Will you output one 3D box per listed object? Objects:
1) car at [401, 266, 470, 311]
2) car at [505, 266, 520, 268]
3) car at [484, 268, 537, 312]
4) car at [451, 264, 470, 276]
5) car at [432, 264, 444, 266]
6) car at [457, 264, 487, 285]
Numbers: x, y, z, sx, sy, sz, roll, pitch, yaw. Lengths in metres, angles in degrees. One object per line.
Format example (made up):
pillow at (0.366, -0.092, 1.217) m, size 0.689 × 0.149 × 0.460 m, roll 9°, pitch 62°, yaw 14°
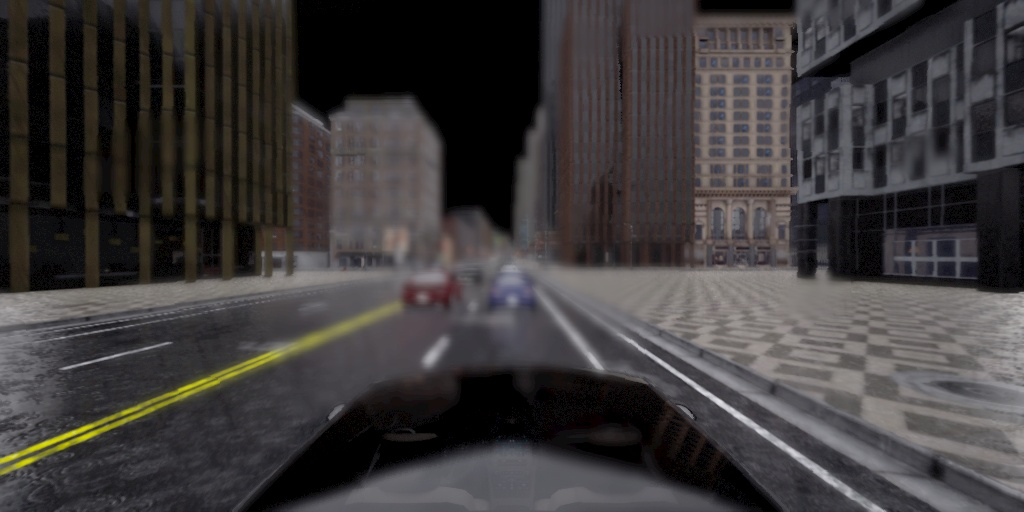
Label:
car at (-3.201, 1.370, 15.399) m, size 1.882 × 1.535 × 5.008 m, roll 0°, pitch 0°, yaw 0°
car at (0.036, 1.585, 29.934) m, size 1.812 × 1.442 × 4.674 m, roll 0°, pitch 0°, yaw 0°
car at (0.047, 1.412, 14.921) m, size 1.812 × 1.442 × 4.674 m, roll 0°, pitch 0°, yaw 1°
car at (-6.573, 1.781, 46.318) m, size 1.812 × 1.442 × 4.674 m, roll 0°, pitch -1°, yaw 0°
car at (-9.816, 1.756, 46.970) m, size 2.128 × 1.511 × 4.902 m, roll 0°, pitch -1°, yaw 1°
car at (-3.220, 1.557, 29.187) m, size 1.837 × 1.490 × 4.892 m, roll 0°, pitch 0°, yaw 0°
